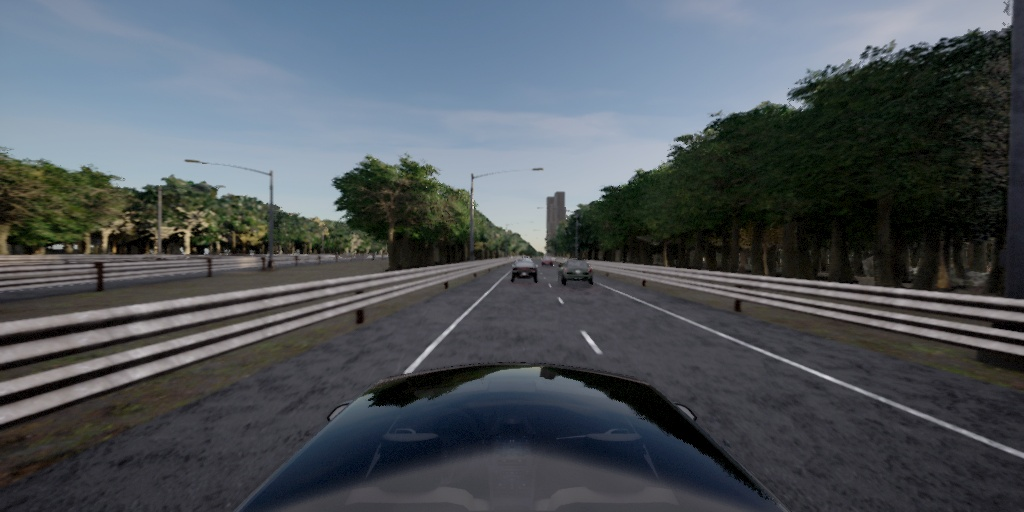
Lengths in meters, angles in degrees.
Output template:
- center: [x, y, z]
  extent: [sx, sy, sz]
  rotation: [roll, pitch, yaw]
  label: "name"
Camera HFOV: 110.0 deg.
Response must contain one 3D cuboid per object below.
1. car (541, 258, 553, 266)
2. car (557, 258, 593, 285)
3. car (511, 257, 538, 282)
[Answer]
- center: [6.008, 1.018, 62.527]
  extent: [1.812, 1.442, 4.674]
  rotation: [1, 0, 3]
  label: "car"
- center: [4.370, 1.007, 25.377]
  extent: [2.097, 1.767, 4.553]
  rotation: [1, 0, 3]
  label: "car"
- center: [0.979, 1.088, 27.719]
  extent: [1.882, 1.535, 5.008]
  rotation: [1, 1, 3]
  label: "car"
